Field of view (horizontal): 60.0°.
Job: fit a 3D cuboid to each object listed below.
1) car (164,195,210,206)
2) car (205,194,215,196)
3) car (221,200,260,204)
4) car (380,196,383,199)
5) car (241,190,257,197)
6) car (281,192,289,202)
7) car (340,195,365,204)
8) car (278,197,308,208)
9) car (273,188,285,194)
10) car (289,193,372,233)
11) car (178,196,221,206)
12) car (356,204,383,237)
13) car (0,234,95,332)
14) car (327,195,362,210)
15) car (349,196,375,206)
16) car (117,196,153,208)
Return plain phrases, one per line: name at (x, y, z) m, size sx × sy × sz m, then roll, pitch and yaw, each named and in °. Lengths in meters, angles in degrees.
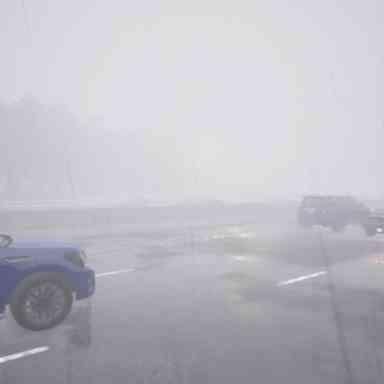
car at (-0.757, 1.360, 34.757) m, size 4.902 × 1.511 × 2.128 m, roll 0°, pitch 1°, yaw -38°
car at (2.480, 1.041, 54.237) m, size 1.895 × 1.301 × 4.718 m, roll 1°, pitch 2°, yaw 34°
car at (5.085, 1.484, 30.459) m, size 4.181 × 1.385 × 1.994 m, roll 0°, pitch 0°, yaw -38°
car at (39.604, 1.210, 66.621) m, size 5.357 × 1.411 × 2.033 m, roll 0°, pitch 0°, yaw -39°
car at (11.423, 0.432, 66.977) m, size 2.128 × 1.511 × 4.902 m, roll 1°, pitch 3°, yaw 36°
car at (13.878, 1.123, 41.820) m, size 5.566 × 2.045 × 2.150 m, roll 0°, pitch 0°, yaw -38°
car at (27.483, 1.241, 56.980) m, size 5.008 × 1.535 × 1.882 m, roll -1°, pitch 1°, yaw -38°
car at (14.149, 1.442, 46.480) m, size 4.181 × 1.385 × 1.994 m, roll 0°, pitch 0°, yaw -38°
car at (20.829, -0.234, 79.140) m, size 1.895 × 1.301 × 4.718 m, roll 1°, pitch 3°, yaw 38°
car at (8.459, 1.182, 19.508) m, size 5.566 × 2.045 × 2.150 m, roll 0°, pitch 0°, yaw -38°
car at (1.422, 1.412, 32.034) m, size 4.892 × 1.490 × 1.837 m, roll 0°, pitch 0°, yaw -38°
car at (10.421, 1.478, 16.600) m, size 4.892 × 1.490 × 1.837 m, roll 0°, pitch 0°, yaw -38°
car at (-4.381, 1.196, 5.046) m, size 5.566 × 2.045 × 2.150 m, roll 0°, pitch 0°, yaw -38°
car at (18.934, 1.253, 41.342) m, size 4.553 × 1.767 × 2.097 m, roll 0°, pitch 1°, yaw -38°
car at (26.430, 1.370, 51.715) m, size 4.181 × 1.385 × 1.994 m, roll -1°, pitch 1°, yaw -38°
car at (-6.733, 1.277, 39.802) m, size 1.882 × 1.535 × 5.008 m, roll 1°, pitch 2°, yaw 33°
